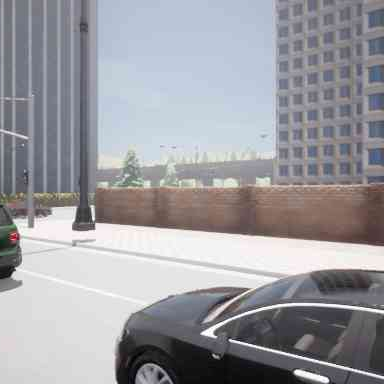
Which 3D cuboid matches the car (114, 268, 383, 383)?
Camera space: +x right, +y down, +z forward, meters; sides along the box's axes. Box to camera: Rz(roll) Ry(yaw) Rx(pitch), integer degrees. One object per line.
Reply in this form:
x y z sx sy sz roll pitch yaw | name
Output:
1.376 1.505 3.011 4.892 1.490 1.837 0 0 35 | car

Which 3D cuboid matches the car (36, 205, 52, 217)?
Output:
-14.569 1.539 28.879 1.812 1.442 4.674 0 0 35 | car

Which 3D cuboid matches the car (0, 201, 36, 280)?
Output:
-6.709 1.226 8.745 5.566 2.045 2.150 0 0 35 | car
